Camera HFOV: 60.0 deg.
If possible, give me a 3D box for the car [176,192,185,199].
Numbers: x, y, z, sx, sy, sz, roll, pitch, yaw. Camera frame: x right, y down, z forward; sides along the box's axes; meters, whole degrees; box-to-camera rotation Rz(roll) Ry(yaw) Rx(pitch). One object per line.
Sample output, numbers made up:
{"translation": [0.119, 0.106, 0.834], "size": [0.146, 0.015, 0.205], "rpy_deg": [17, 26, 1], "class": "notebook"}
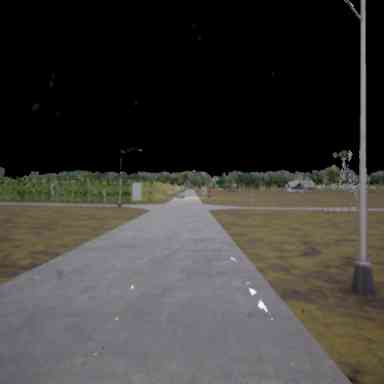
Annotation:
{"translation": [-2.762, 0.847, 83.267], "size": [2.097, 1.767, 4.553], "rpy_deg": [0, 1, 0], "class": "car"}
